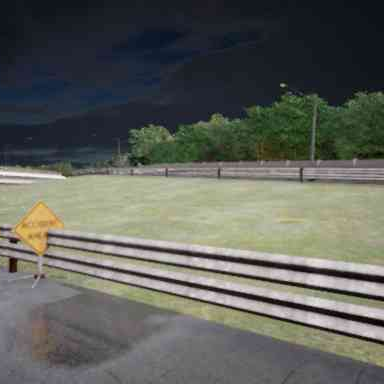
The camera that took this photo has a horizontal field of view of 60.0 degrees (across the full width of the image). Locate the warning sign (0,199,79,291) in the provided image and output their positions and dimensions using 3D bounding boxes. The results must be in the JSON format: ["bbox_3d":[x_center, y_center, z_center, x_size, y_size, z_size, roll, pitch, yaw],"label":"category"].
[{"bbox_3d":[-3.487,1.105,7.645,1.060,1.860,1.300,0,0,35],"label":"warning sign"}]
